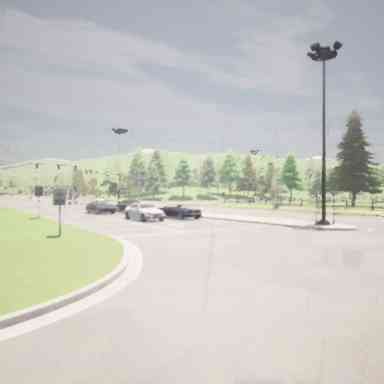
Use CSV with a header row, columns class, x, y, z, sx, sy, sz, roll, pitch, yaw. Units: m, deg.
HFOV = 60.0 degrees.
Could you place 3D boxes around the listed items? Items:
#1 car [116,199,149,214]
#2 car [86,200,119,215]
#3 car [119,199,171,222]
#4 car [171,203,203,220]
class,x,y,z,sx,sy,sz,roll,pitch,yaw
car,-6.746,1.583,37.253,1.837,1.490,4.892,0,0,-35
car,-9.766,1.608,35.467,2.033,1.411,5.357,0,0,-34
car,-3.909,1.587,27.041,1.812,1.442,4.674,0,0,-35
car,-1.096,1.679,29.100,1.895,1.301,4.718,0,0,-35
